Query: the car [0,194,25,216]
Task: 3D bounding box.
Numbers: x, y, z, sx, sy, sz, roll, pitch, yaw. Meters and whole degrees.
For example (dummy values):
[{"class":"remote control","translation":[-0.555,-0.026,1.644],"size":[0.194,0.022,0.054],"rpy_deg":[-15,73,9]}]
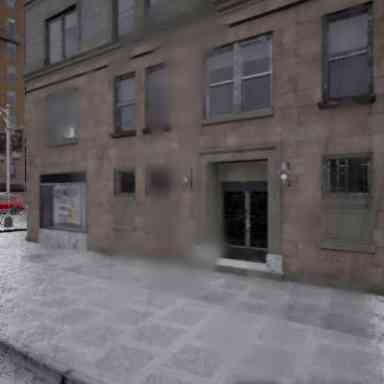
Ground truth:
[{"class":"car","translation":[-18.361,1.234,30.629],"size":[2.150,2.045,5.566],"rpy_deg":[0,0,34]}]
